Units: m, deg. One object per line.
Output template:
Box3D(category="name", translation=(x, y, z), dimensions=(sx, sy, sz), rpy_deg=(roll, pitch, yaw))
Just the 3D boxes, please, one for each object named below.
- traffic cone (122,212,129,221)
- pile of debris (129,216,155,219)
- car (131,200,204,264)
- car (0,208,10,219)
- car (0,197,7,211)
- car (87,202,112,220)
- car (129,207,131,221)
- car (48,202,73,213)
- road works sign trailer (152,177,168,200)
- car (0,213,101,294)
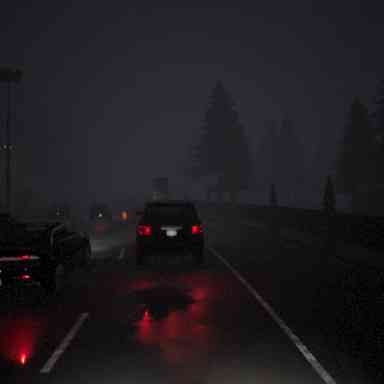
Box3D(category="traffic cone", translation=(-5.426, 2.109, 27.689), dimensions=(0.340, 0.580, 0.340), rpy_deg=(0, 0, -15))
Box3D(category="pile of debris", translation=(-4.605, 2.333, 30.571), dimensions=(1.500, 0.140, 1.860), rpy_deg=(0, 0, 32))
Box3D(category="car", translation=(-0.922, 1.290, 12.350), dimensions=(2.150, 2.045, 5.566), rpy_deg=(0, 0, -7))
Box3D(category="car", translation=(-7.784, 1.294, 11.294), dimensions=(2.150, 2.045, 5.566), rpy_deg=(0, 0, -7))
Box3D(category="car", translation=(-27.182, 1.641, 46.688), dimensions=(2.097, 1.767, 4.553), rpy_deg=(0, 0, -30))
Box3D(category="car", translation=(-8.199, 1.673, 29.657), dimensions=(1.837, 1.490, 4.892), rpy_deg=(0, 0, -17))
Box3D(category="car", translation=(-3.833, 1.594, 26.144), dimensions=(1.882, 1.535, 5.008), rpy_deg=(-2, 2, -17))
Box3D(category="car", translation=(-12.319, 1.674, 31.095), dimensions=(2.128, 1.511, 4.902), rpy_deg=(0, 0, -18))
Box3D(category="road works sign trailer", translation=(-2.682, 0.555, 29.664), dimensions=(2.880, 3.560, 2.380), rpy_deg=(4, -5, -38))
Box3D(category="car", translation=(-4.044, 1.545, 8.854), dimensions=(2.128, 1.511, 4.902), rpy_deg=(0, 0, -5))
